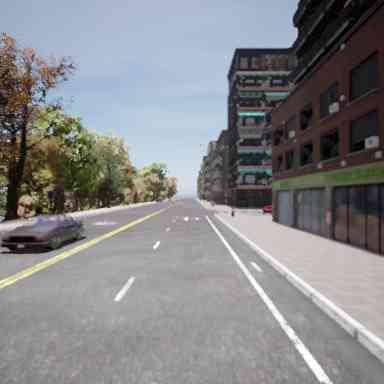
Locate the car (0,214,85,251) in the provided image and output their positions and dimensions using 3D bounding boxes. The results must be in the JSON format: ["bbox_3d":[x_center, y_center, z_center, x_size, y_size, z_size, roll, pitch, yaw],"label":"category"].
[{"bbox_3d":[-6.603,1.754,15.508,2.033,1.411,5.357,0,-1,0],"label":"car"}]

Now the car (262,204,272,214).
[{"bbox_3d":[12.205,2.425,47.604,4.181,1.385,1.994,1,-1,0],"label":"car"}]
